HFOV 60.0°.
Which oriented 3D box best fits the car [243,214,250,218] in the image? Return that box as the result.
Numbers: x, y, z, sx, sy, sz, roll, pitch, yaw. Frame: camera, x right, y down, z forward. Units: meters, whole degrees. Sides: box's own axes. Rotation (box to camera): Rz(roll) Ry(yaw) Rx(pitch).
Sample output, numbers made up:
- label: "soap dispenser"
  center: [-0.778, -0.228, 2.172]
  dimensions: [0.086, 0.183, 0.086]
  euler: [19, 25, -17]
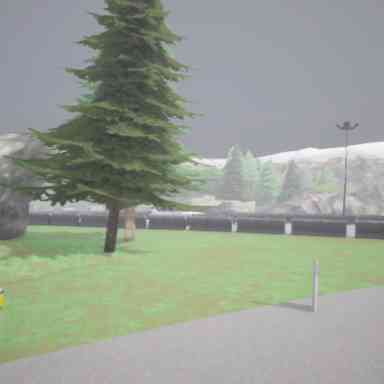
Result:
- label: "car"
  center: [4.624, 2.966, 40.056]
  dimensions: [4.892, 1.490, 1.837]
  euler: [-1, -3, 27]

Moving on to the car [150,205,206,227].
- label: "car"
  center: [-1.328, 2.194, 31.338]
  dimensions: [5.566, 2.045, 2.150]
  euler: [-1, -3, 27]

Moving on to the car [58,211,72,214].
- label: "car"
  center: [-20.427, 3.424, 49.077]
  dimensions: [4.181, 1.385, 1.994]
  euler: [-2, -3, 28]

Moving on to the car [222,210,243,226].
- label: "car"
  center: [2.342, 2.626, 33.366]
  dimensions: [4.674, 1.442, 1.812]
  euler: [-1, -3, 27]

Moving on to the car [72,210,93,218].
- label: "car"
  center: [-17.374, 3.472, 51.429]
  dimensions: [5.008, 1.535, 1.882]
  euler: [-2, -4, 28]

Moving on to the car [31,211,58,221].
- label: "car"
  center: [-20.879, 3.224, 45.365]
  dimensions: [4.181, 1.385, 1.994]
  euler: [-2, -4, 28]

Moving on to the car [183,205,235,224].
- label: "car"
  center: [1.898, 2.536, 37.540]
  dimensions: [5.566, 2.045, 2.150]
  euler: [-1, -3, 27]
